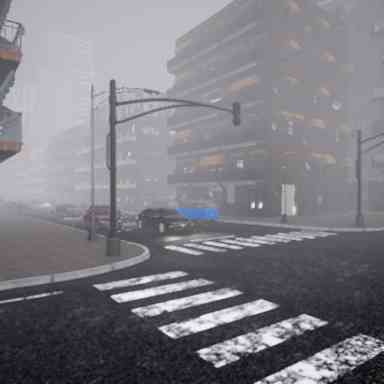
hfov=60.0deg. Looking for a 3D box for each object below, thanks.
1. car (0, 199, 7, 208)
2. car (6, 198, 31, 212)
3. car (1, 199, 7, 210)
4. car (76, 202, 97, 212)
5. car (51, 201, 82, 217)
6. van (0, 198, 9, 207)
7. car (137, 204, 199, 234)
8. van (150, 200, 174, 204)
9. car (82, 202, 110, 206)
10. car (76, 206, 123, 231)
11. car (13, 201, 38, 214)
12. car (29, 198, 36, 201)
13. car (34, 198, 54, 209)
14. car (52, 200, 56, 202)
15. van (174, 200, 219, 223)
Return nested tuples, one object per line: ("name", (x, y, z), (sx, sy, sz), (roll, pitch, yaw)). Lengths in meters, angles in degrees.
("car", (-39.427, 2.350, 68.061), (2.192, 1.841, 5.009), (-1, 0, -36))
("car", (-26.143, 2.178, 50.015), (1.967, 1.590, 4.097), (-1, 0, -36))
("car", (-29.456, 2.363, 54.530), (2.008, 1.369, 4.403), (-1, 0, -36))
("car", (-16.079, 2.216, 50.419), (1.802, 1.307, 4.206), (-1, 0, -36))
("car", (-13.952, 2.051, 37.763), (2.033, 1.411, 5.357), (0, -1, -37))
("van", (-32.776, 2.228, 59.045), (1.690, 1.788, 3.998), (-1, 0, -36))
("car", (-1.888, 1.740, 21.344), (1.837, 1.490, 4.892), (0, -1, -35))
("van", (-2.821, 1.680, 32.360), (1.690, 1.788, 3.998), (-1, 0, -36))
("car", (-7.813, 1.872, 29.399), (1.837, 1.490, 4.892), (0, -1, -36))
("car", (-6.244, 1.877, 22.926), (1.802, 1.307, 4.206), (-1, 0, -36))
("car", (-22.824, 2.246, 45.501), (1.802, 1.307, 4.206), (-1, 0, -36))
("car", (-35.980, 2.395, 77.507), (2.192, 1.841, 5.009), (-1, 0, -36))
("car", (-27.251, 2.372, 61.272), (1.812, 1.442, 4.674), (0, -1, -36))
("car", (-19.198, 2.268, 50.309), (1.895, 1.301, 4.718), (0, -1, -36))
("van", (0.495, 1.606, 27.844), (1.690, 1.788, 3.998), (-1, 0, -36))
